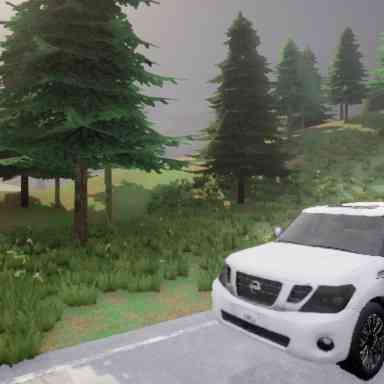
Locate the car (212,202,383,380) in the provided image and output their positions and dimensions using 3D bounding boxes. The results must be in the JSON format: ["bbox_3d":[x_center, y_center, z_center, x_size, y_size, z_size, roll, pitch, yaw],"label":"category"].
[{"bbox_3d":[2.937,1.223,5.883,5.566,2.045,2.150,0,0,-37],"label":"car"}]
